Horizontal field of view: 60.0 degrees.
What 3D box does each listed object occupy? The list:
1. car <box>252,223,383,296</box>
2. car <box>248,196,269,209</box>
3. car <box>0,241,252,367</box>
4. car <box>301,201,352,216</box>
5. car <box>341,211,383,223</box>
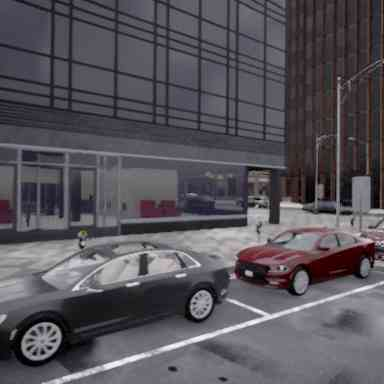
[{"bbox_3d":[3.127,1.638,8.880,4.507,1.381,1.887,1,-1,-36],"label":"car"},{"bbox_3d":[7.584,1.327,41.125,1.837,1.490,4.892,1,1,-36],"label":"car"},{"bbox_3d":[-1.315,1.577,5.711,4.403,1.369,2.008,1,-1,-36],"label":"car"},{"bbox_3d":[13.508,1.569,32.757,2.033,1.411,5.357,1,1,-41],"label":"car"},{"bbox_3d":[7.570,1.600,12.051,4.097,1.590,1.967,1,-1,-36],"label":"car"}]
